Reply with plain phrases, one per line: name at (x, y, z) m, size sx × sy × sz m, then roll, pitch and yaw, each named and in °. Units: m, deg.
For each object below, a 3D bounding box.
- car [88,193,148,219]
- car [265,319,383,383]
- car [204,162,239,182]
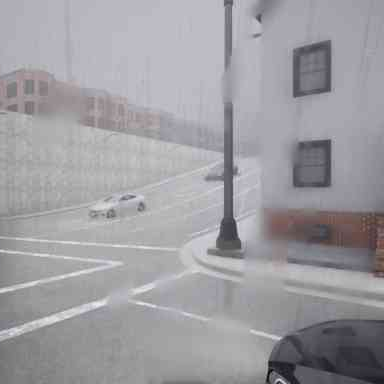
car at (-5.098, 0.868, 23.320) m, size 1.812 × 1.442 × 4.674 m, roll 0°, pitch 8°, yaw 35°
car at (2.752, 1.526, 2.008) m, size 4.674 × 1.442 × 1.812 m, roll 0°, pitch 0°, yaw 36°
car at (3.115, -2.208, 35.014) m, size 2.097 × 1.767 × 4.553 m, roll 0°, pitch 13°, yaw 35°
